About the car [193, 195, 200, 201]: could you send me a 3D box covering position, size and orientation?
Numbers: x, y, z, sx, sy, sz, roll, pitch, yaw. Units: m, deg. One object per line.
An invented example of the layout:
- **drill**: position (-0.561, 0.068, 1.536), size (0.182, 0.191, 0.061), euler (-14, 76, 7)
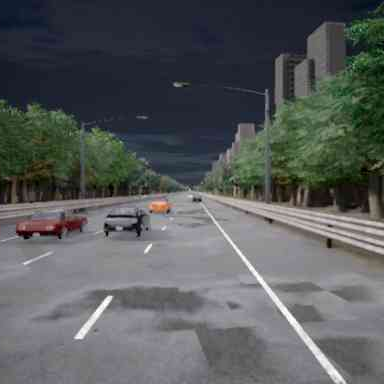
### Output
- **car**: position (1.082, 1.438, 84.259), size (1.882, 1.535, 5.008), euler (0, 0, 0)

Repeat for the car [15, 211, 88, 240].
- **car**: position (-6.893, 1.604, 16.965), size (1.895, 1.301, 4.718), euler (0, 0, 0)

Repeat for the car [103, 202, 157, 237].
- **car**: position (-3.394, 1.494, 17.987), size (2.128, 1.511, 4.902), euler (0, 0, 0)

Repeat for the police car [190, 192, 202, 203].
- **police car**: position (1.076, 1.397, 68.369), size (1.930, 1.638, 5.238), euler (0, 0, 0)

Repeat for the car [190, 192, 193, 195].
- **car**: position (1.078, 1.316, 78.230), size (2.097, 1.767, 4.553), euler (0, 0, 0)

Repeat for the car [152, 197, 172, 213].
- **car**: position (-3.386, 1.349, 36.616), size (2.097, 1.767, 4.553), euler (0, 0, 0)
